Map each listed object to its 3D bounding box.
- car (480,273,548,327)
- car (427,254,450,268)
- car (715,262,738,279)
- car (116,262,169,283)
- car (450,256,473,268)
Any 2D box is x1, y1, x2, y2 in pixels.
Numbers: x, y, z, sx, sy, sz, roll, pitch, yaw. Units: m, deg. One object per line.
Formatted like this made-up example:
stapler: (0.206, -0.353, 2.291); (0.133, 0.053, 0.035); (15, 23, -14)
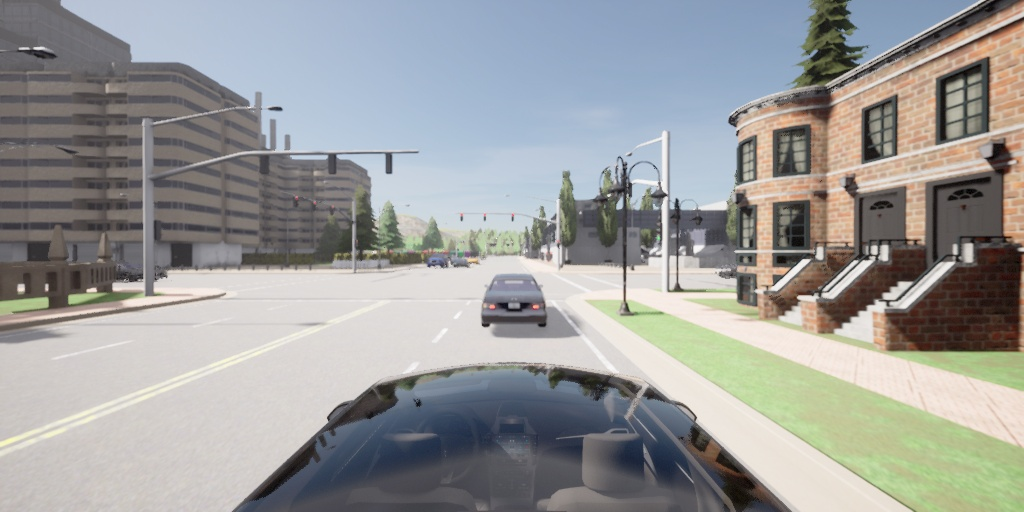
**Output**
car: (0.058, 1.243, 11.252); (2.033, 1.411, 5.357); (0, 0, 0)
car: (-10.702, 0.685, 51.928); (2.150, 2.045, 5.566); (0, 0, 0)
car: (19.220, 1.088, 29.343); (4.902, 1.511, 2.128); (0, 0, -2)
car: (-28.094, 1.156, 25.753); (5.357, 1.411, 2.033); (0, 0, 0)
car: (-7.202, 1.031, 51.238); (1.994, 1.385, 4.181); (0, 0, 0)
